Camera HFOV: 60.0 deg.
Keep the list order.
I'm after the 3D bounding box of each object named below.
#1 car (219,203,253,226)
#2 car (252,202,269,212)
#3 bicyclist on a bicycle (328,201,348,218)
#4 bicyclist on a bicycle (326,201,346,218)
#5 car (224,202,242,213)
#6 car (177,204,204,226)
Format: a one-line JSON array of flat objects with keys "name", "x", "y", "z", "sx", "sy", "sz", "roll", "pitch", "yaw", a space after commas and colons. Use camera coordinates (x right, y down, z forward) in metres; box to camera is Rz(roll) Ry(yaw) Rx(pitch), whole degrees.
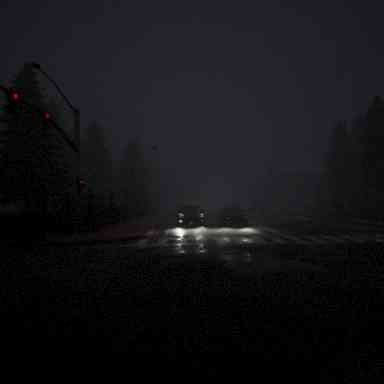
[{"name": "car", "x": 3.388, "y": 1.927, "z": 27.640, "sx": 1.882, "sy": 1.535, "sz": 5.008, "roll": -1, "pitch": -1, "yaw": -1}, {"name": "car", "x": 10.225, "y": 2.301, "z": 51.236, "sx": 1.812, "sy": 1.442, "sz": 4.674, "roll": -1, "pitch": -1, "yaw": 28}, {"name": "bicyclist on a bicycle", "x": 14.130, "y": 1.691, "z": 32.114, "sx": 1.656, "sy": 1.620, "sz": 0.582, "roll": -2, "pitch": -1, "yaw": 27}, {"name": "bicyclist on a bicycle", "x": 14.325, "y": 1.704, "z": 33.031, "sx": 1.656, "sy": 1.620, "sz": 0.582, "roll": -1, "pitch": -1, "yaw": 2}, {"name": "car", "x": 6.321, "y": 2.381, "z": 51.673, "sx": 2.033, "sy": 1.411, "sz": 5.357, "roll": -1, "pitch": -1, "yaw": -2}, {"name": "car", "x": -0.116, "y": 1.848, "z": 27.759, "sx": 2.097, "sy": 1.767, "sz": 4.553, "roll": -1, "pitch": -1, "yaw": -1}]
